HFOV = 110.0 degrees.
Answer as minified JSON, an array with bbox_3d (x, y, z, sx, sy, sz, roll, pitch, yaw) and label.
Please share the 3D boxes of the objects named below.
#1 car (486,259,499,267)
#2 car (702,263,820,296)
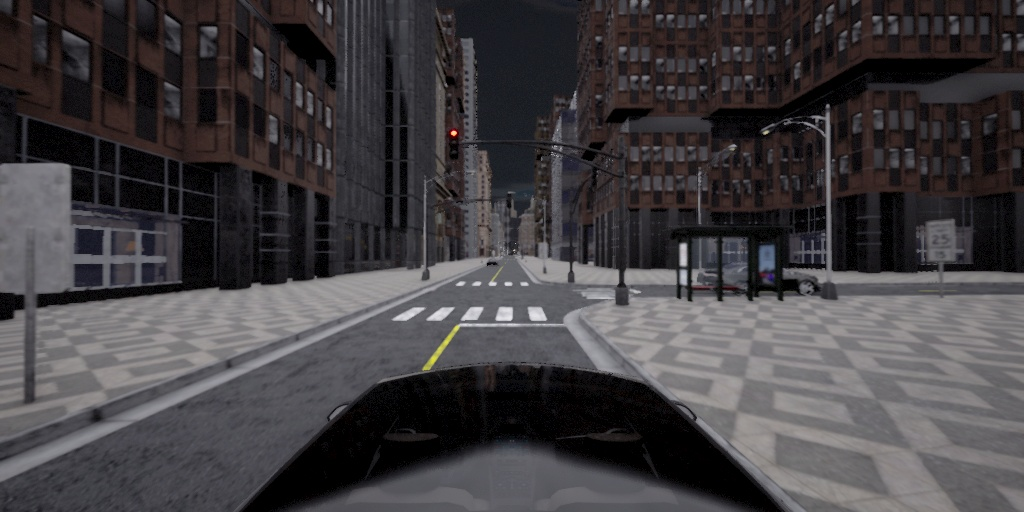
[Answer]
[{"bbox_3d":[-3.052,1.063,57.213,1.895,1.301,4.718,0,0,1],"label":"car"},{"bbox_3d":[11.507,1.064,16.713,4.902,1.511,2.128,0,0,0],"label":"car"}]
